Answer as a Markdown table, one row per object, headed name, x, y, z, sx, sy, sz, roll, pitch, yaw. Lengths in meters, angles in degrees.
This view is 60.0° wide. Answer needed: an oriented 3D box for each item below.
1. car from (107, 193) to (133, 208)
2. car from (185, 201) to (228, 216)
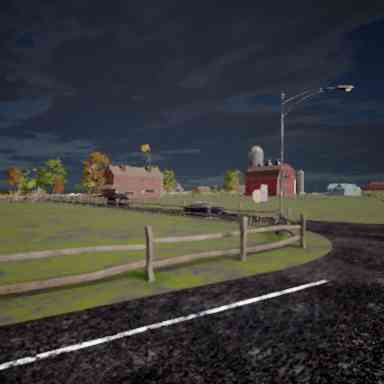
| name | x | y | z | sx | sy | sz | roll | pitch | yaw |
| --- | --- | --- | --- | --- | --- | --- | --- | --- | --- |
| car | -10.574 | 1.171 | 48.129 | 2.150 | 2.045 | 5.566 | 1 | 0 | -35 |
| car | 1.249 | 1.577 | 31.608 | 1.895 | 1.301 | 4.718 | 1 | -1 | -36 |
